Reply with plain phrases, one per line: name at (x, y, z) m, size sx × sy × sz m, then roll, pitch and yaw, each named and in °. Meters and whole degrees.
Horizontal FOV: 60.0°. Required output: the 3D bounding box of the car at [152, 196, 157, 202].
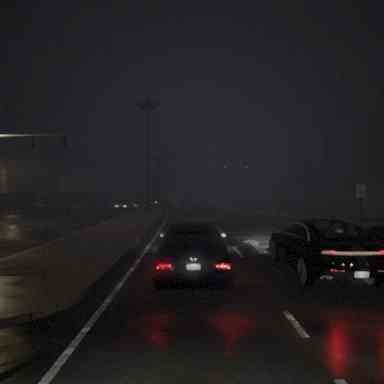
car at (-9.172, 1.501, 70.711) m, size 1.882 × 1.535 × 5.008 m, roll 0°, pitch 0°, yaw 0°

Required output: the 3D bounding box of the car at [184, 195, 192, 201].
car at (-1.141, 1.564, 89.289) m, size 2.033 × 1.411 × 5.357 m, roll 0°, pitch 0°, yaw 0°

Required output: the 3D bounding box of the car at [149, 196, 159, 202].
car at (-9.155, 1.621, 80.800) m, size 1.895 × 1.301 × 4.718 m, roll 0°, pitch 0°, yaw 0°

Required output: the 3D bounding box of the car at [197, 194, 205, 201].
car at (2.359, 1.525, 89.365) m, size 1.837 × 1.490 × 4.892 m, roll 0°, pitch 0°, yaw 0°

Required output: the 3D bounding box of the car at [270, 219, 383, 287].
car at (3.522, 1.495, 9.309) m, size 2.128 × 1.511 × 4.902 m, roll 0°, pitch 0°, yaw 0°

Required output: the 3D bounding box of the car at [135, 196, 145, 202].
car at (-12.655, 1.622, 81.063) m, size 1.895 × 1.301 × 4.718 m, roll 0°, pitch 0°, yaw 0°

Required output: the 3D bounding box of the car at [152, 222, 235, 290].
car at (0.023, 1.551, 9.192) m, size 2.033 × 1.411 × 5.357 m, roll 0°, pitch 0°, yaw 0°

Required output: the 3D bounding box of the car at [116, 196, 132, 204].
car at (-12.740, 1.621, 61.998) m, size 1.895 × 1.301 × 4.718 m, roll 0°, pitch 0°, yaw 1°

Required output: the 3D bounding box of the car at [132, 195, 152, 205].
car at (-9.249, 1.372, 61.664) m, size 2.097 × 1.767 × 4.553 m, roll 0°, pitch 0°, yaw 0°

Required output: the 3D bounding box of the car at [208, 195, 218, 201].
car at (5.859, 1.502, 89.293) m, size 1.882 × 1.535 × 5.008 m, roll 0°, pitch 0°, yaw 0°

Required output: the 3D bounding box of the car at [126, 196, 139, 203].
car at (-12.671, 1.548, 71.124) m, size 1.812 × 1.442 × 4.674 m, roll 0°, pitch 0°, yaw 0°

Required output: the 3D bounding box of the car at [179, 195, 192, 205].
car at (-1.192, 1.583, 58.397) m, size 1.994 × 1.385 × 4.181 m, roll 0°, pitch 0°, yaw 0°
